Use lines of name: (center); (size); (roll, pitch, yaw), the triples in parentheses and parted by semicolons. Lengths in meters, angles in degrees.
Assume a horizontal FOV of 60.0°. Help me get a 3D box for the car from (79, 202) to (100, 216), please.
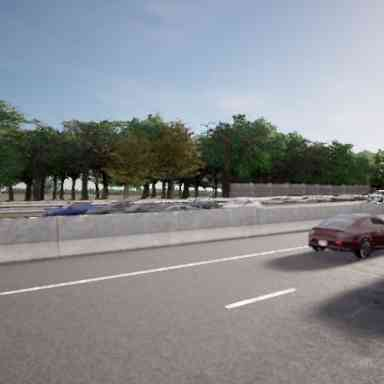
car: (-5.739, 1.499, 25.613); (4.892, 1.490, 1.837); (0, 0, -35)

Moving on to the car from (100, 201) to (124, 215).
car: (-3.409, 1.472, 23.011); (5.008, 1.535, 1.882); (0, 0, -35)

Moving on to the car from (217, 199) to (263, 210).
car: (5.098, 1.469, 33.308); (4.674, 1.442, 1.812); (-1, 1, -35)

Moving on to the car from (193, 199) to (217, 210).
car: (0.596, 1.450, 34.220); (4.902, 1.511, 2.128); (-1, 0, -37)

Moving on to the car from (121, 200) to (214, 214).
car: (-1.400, 1.487, 20.145); (4.902, 1.511, 2.128); (0, 0, -35)

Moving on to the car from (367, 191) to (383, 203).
car: (32.048, 0.799, 56.540); (5.566, 2.045, 2.150); (-1, 1, -35)

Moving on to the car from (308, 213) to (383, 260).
car: (6.251, 1.521, 12.448); (4.674, 1.442, 1.812); (0, 0, -35)

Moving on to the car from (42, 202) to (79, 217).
car: (-9.355, 1.522, 26.480); (4.674, 1.442, 1.812); (0, 0, -38)
